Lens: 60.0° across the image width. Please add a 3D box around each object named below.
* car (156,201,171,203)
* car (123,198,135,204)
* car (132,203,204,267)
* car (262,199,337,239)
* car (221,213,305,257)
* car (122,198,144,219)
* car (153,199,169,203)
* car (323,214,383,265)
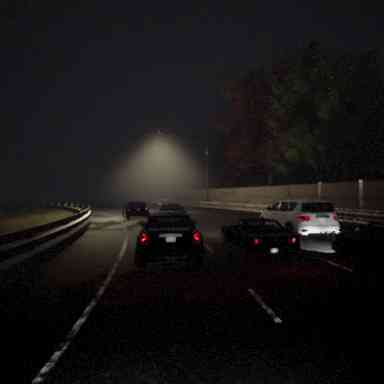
[{"bbox_3d":[-1.920,1.851,32.526,1.994,1.385,4.181,0,-1,-18],"label":"car"},{"bbox_3d":[-15.730,2.296,83.037,2.033,1.411,5.357,0,0,1],"label":"car"},{"bbox_3d":[-0.865,1.460,12.051,2.097,1.767,4.553,0,0,-6],"label":"car"},{"bbox_3d":[5.420,1.363,17.604,2.150,2.045,5.566,0,0,-10],"label":"car"},{"bbox_3d":[2.511,1.713,13.511,1.895,1.301,4.718,0,0,-7],"label":"car"},{"bbox_3d":[-5.601,1.647,32.501,2.097,1.767,4.553,0,-1,-18],"label":"car"},{"bbox_3d":[-4.508,1.783,48.466,2.097,1.767,4.553,0,-1,-24],"label":"car"},{"bbox_3d":[6.429,1.642,10.872,1.994,1.385,4.181,0,-1,-8],"label":"car"}]
